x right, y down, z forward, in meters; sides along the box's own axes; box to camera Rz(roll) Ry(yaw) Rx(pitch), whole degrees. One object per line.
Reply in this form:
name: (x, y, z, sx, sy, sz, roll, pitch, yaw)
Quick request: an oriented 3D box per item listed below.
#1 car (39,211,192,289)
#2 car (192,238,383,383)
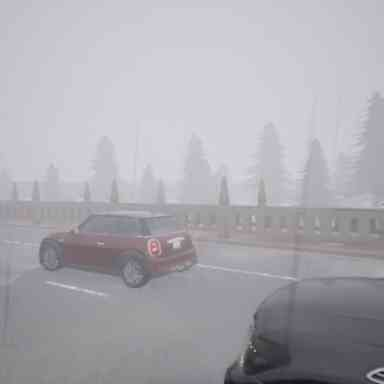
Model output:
car: (-2.174, 1.312, 9.261, 4.553, 1.767, 2.097, 0, 0, 32)
car: (2.902, 1.210, 1.786, 5.566, 2.045, 2.150, 0, 0, 36)
